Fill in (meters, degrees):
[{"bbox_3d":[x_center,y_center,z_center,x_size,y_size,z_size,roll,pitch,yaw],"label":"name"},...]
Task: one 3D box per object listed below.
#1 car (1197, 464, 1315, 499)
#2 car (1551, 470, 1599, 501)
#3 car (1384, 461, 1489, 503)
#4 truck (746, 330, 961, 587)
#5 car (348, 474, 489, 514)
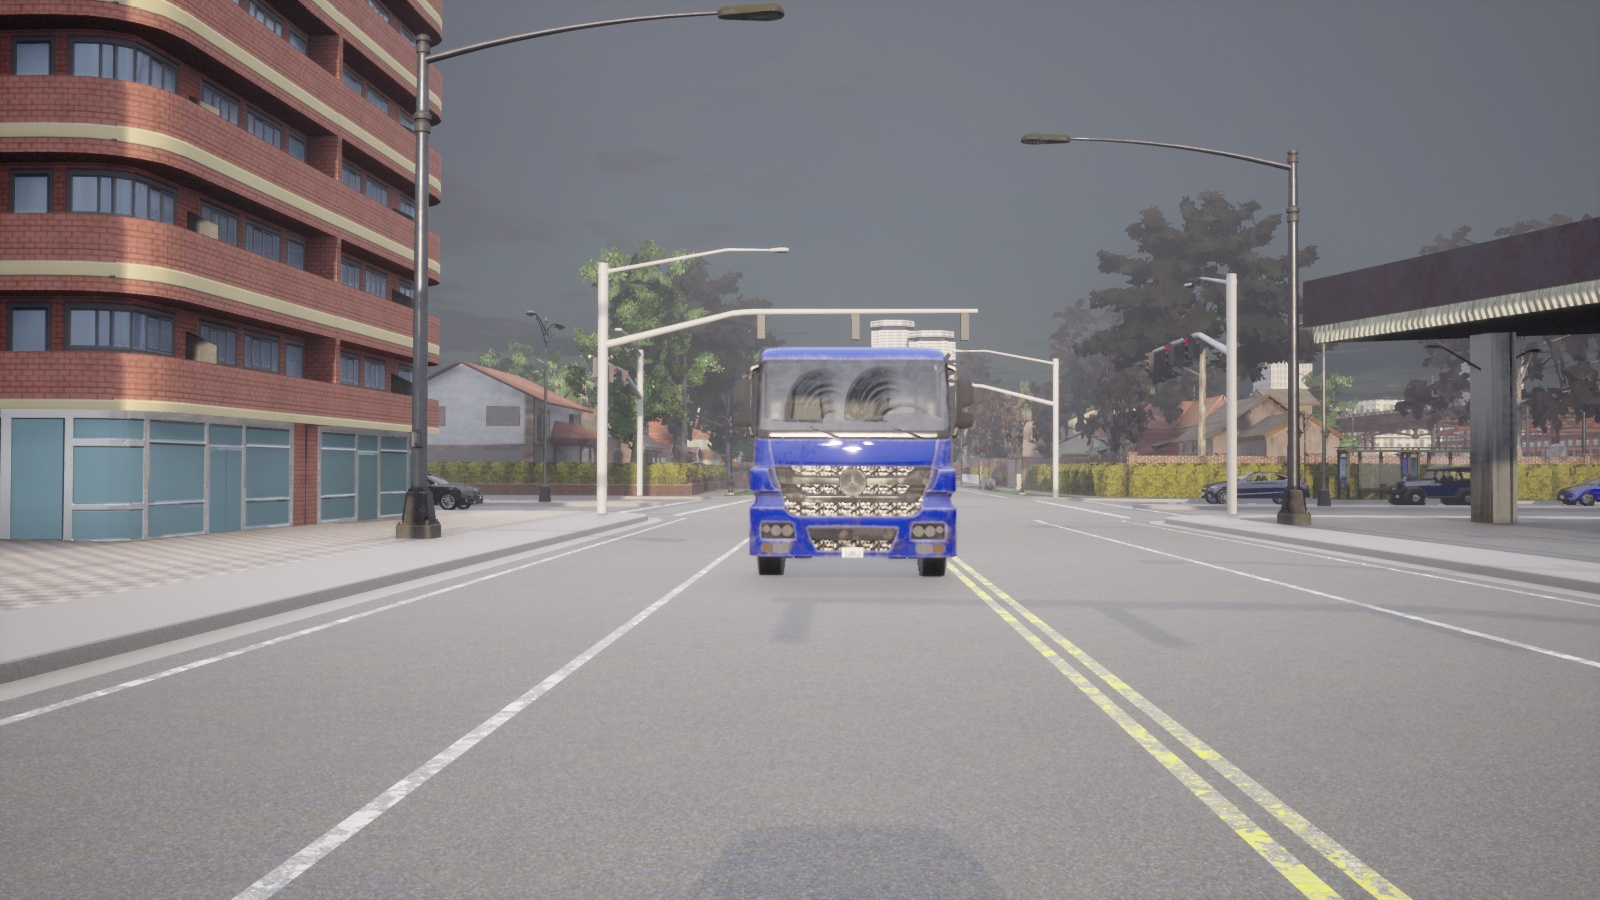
[{"bbox_3d":[22.362,1.537,61.686,5.027,1.651,2.152,0,-1,2],"label":"car"},{"bbox_3d":[39.019,1.691,60.820,4.193,1.474,1.816,0,-1,3],"label":"car"},{"bbox_3d":[29.255,1.462,57.812,3.866,1.878,1.905,0,-1,3],"label":"car"},{"bbox_3d":[0.856,0.180,20.951,2.891,3.462,7.936,0,-1,2],"label":"truck"},{"bbox_3d":[-14.744,1.694,48.673,4.892,1.490,1.837,0,-1,4],"label":"car"}]
